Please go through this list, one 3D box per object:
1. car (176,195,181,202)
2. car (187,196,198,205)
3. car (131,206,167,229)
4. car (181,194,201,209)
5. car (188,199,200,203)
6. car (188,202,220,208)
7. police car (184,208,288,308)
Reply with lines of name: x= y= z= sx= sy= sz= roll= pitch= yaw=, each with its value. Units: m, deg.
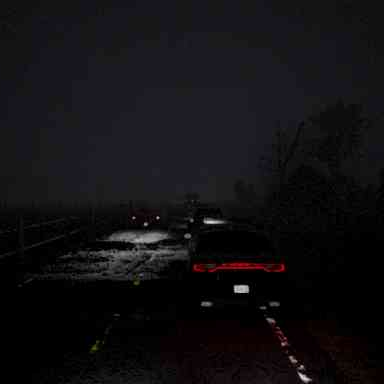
car: x=-2.689 y=1.473 z=80.787 sx=2.097 sy=1.767 sz=4.553 roll=0 pitch=0 yaw=0
car: x=0.046 y=1.546 z=60.562 sx=1.882 sy=1.535 sz=5.008 roll=0 pitch=0 yaw=0
car: x=-2.732 y=1.610 z=21.878 sx=1.895 sy=1.301 sz=4.718 roll=0 pitch=0 yaw=0
car: x=0.073 y=1.260 z=45.948 sx=2.150 sy=2.045 sz=5.566 roll=0 pitch=0 yaw=1
car: x=0.844 y=1.516 z=24.055 sx=1.837 sy=1.490 sz=4.892 roll=0 pitch=0 yaw=0
car: x=0.839 y=1.512 z=18.054 sx=1.837 sy=1.490 sz=4.892 roll=0 pitch=0 yaw=0
police car: x=0.832 y=1.427 z=8.165 sx=1.930 sy=1.638 sz=5.238 roll=0 pitch=0 yaw=0
